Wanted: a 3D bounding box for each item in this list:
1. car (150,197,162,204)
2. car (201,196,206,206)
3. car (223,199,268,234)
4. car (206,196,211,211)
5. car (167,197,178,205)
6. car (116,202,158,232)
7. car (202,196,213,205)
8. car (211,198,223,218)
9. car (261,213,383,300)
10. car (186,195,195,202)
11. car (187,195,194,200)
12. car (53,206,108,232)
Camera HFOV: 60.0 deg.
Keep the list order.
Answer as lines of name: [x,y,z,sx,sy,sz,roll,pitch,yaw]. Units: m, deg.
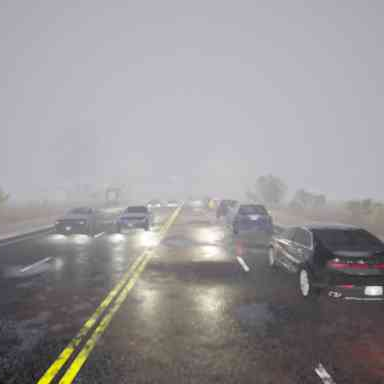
car: [-6.840,1.652,62.556,1.895,1.301,4.718,0,0,0]
car: [3.000,1.596,52.391,2.033,1.411,5.357,0,0,0]
car: [3.210,1.378,19.346,2.097,1.767,4.553,0,0,0]
car: [3.076,1.501,41.581,1.801,1.575,5.366,0,0,0]
car: [-3.588,1.598,62.597,2.033,1.411,5.357,0,0,0]
car: [-3.397,1.554,20.640,1.812,1.442,4.674,0,0,0]
car: [2.923,1.554,63.391,1.837,1.490,4.892,0,0,0]
car: [3.154,1.389,30.357,2.097,1.767,4.553,0,0,0]
car: [3.242,1.516,8.365,1.837,1.490,4.892,0,0,0]
car: [-0.385,1.465,72.400,2.033,1.411,5.357,0,0,0]
car: [-0.522,1.582,91.422,1.895,1.301,4.718,0,0,0]
car: [-6.647,1.576,20.532,2.033,1.411,5.357,0,0,0]
